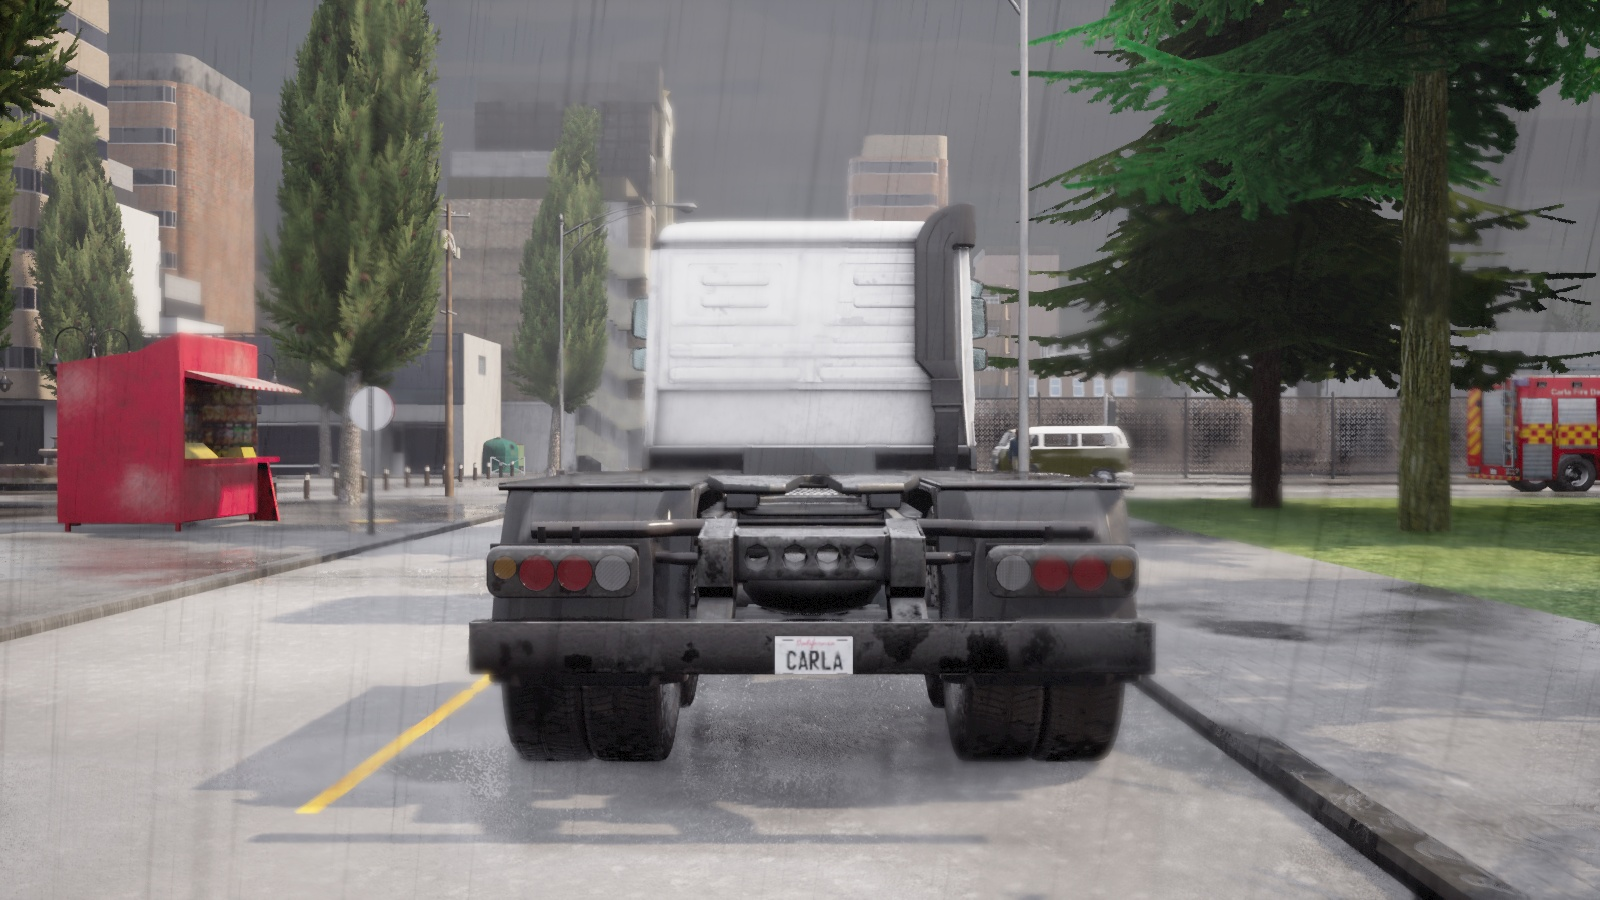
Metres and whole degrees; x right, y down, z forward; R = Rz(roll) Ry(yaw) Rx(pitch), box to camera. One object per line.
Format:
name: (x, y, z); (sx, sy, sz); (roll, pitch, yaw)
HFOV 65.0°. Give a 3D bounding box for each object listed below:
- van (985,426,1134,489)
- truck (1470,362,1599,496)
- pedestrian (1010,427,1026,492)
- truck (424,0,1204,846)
van: (8.485, 0.243, 41.417); (4.480, 2.038, 2.069); (0, 0, 0)
truck: (24.945, -0.609, 37.322); (8.468, 3.827, 2.891); (0, 0, 0)
pedestrian: (6.151, 0.267, 35.450); (0.370, 1.835, 0.726); (0, 0, 4)
truck: (0.072, -0.284, 8.629); (2.891, 3.462, 7.936); (0, 0, 0)
